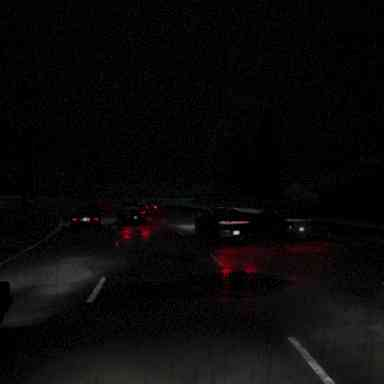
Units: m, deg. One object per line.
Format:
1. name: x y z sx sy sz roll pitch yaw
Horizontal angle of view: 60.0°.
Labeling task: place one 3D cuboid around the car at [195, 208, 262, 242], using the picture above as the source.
1. car: 1.423 1.564 16.835 2.128 1.511 4.902 0 0 -12

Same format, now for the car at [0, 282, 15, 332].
1. car: -3.677 1.628 3.197 1.895 1.301 4.718 0 0 -3

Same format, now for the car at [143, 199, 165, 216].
1. car: -4.434 1.525 34.569 2.097 1.767 4.553 0 0 -23

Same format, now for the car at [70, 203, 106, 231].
1. car: -6.951 1.670 21.806 2.033 1.411 5.357 0 0 -17

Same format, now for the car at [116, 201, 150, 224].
1. car: -4.829 1.661 26.110 1.812 1.442 4.674 0 0 -19

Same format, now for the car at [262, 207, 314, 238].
1. car: 4.695 1.560 18.153 2.128 1.511 4.902 0 0 -12

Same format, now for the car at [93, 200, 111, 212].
1. car: -11.376 1.703 41.169 1.882 1.535 5.008 0 0 -26
